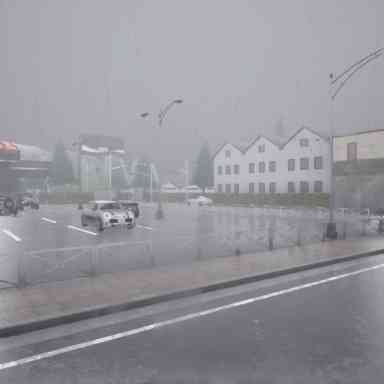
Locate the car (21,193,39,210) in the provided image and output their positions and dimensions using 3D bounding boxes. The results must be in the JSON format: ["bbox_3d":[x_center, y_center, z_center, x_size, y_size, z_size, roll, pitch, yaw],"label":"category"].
[{"bbox_3d":[-19.144,1.092,38.634,1.905,1.878,3.866,0,0,-36],"label":"car"}]

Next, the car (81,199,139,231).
[{"bbox_3d":[-4.667,1.248,18.340,1.970,1.475,3.806,0,0,-36],"label":"car"}]

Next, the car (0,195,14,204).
[{"bbox_3d":[-38.452,1.495,66.625,4.611,1.667,2.242,0,0,-36],"label":"car"}]

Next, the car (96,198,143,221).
[{"bbox_3d":[-5.781,1.313,26.205,2.007,1.523,4.514,0,0,-36],"label":"car"}]

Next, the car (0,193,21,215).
[{"bbox_3d":[-17.247,1.113,30.321,1.932,1.855,4.605,0,0,-36],"label":"car"}]

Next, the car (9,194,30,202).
[{"bbox_3d":[-38.211,1.328,73.753,3.866,1.878,1.905,0,0,-36],"label":"car"}]

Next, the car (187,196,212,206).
[{"bbox_3d":[1.158,1.349,49.294,1.812,1.442,4.674,0,0,-35],"label":"car"}]
